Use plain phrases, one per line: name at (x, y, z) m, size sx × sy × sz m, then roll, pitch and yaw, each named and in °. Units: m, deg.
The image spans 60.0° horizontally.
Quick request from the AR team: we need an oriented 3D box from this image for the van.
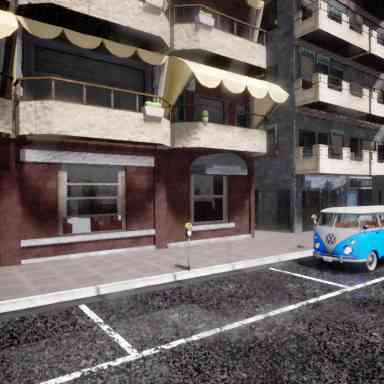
van at (5.493, 1.341, 10.486) m, size 3.998 × 1.788 × 1.690 m, roll 0°, pitch 0°, yaw -35°
